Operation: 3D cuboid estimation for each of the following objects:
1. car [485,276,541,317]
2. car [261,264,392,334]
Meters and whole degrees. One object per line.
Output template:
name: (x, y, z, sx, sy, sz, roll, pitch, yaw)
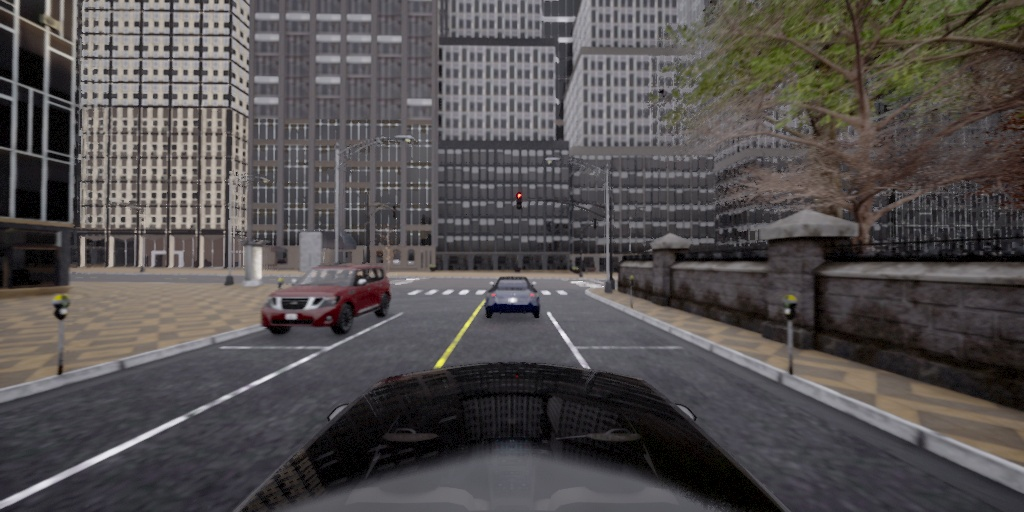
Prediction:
car: (0.039, 1.477, 14.022, 1.994, 1.385, 4.181, 0, -1, 0)
car: (-5.386, 1.191, 11.254, 2.192, 1.841, 5.009, 0, 0, 0)
